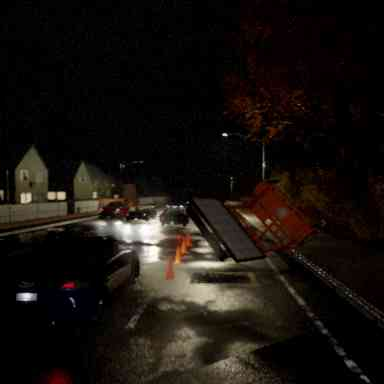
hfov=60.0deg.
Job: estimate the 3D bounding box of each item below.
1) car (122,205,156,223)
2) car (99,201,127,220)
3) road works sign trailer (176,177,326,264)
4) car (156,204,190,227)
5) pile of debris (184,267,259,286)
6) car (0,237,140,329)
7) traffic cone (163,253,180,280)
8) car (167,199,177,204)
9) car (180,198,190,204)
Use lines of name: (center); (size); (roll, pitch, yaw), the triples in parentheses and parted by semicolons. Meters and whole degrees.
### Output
car: (-4.399, 1.922, 29.262); (1.895, 1.301, 4.718); (-1, -1, 4)
car: (-7.437, 1.730, 32.377); (2.097, 1.767, 4.553); (-1, 0, 4)
road works sign trailer: (1.554, 1.176, 10.007); (3.560, 2.880, 2.380); (5, 39, -46)
car: (-1.218, 1.856, 25.341); (1.895, 1.301, 4.718); (-1, -1, 4)
pile of debris: (0.772, 2.240, 8.937); (1.860, 0.140, 1.500); (-1, -1, 4)
car: (-2.491, 1.660, 7.302); (1.994, 1.385, 4.181); (-1, -1, 4)
traffic cone: (-0.592, 2.050, 9.023); (0.340, 0.580, 0.340); (-1, -1, 4)
car: (-4.435, 2.249, 73.480); (1.895, 1.301, 4.718); (-1, 0, 4)
car: (-1.397, 2.118, 70.373); (1.837, 1.490, 4.892); (-1, 0, 4)
